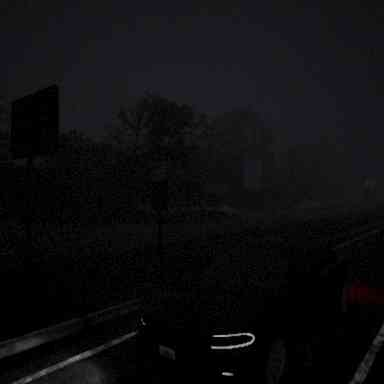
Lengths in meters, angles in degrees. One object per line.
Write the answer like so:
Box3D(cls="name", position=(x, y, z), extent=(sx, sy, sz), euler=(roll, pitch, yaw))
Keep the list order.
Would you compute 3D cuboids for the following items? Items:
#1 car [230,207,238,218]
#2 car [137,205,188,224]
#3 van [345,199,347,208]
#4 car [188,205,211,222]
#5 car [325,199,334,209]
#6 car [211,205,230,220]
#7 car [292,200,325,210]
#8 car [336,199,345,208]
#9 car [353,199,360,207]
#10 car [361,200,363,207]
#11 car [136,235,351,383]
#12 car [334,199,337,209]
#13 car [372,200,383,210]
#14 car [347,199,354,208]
Box3D(cls="car", position=(3.033, 2.203, 38.031), extent=(4.674, 1.452, 2.002), euler=(-1, -1, 38))
Box3D(cls="car", position=(-3.003, 2.090, 30.442), extent=(4.674, 1.452, 2.002), euler=(-1, -1, 39))
Box3D(cls="van", position=(31.064, 2.574, 73.477), extent=(4.442, 1.987, 1.878), euler=(-1, -2, 38))
Box3D(cls="car", position=(-0.962, 2.089, 33.005), extent=(4.892, 1.521, 2.231), euler=(-1, -1, 38))
Box3D(cls="car", position=(24.225, 2.587, 64.685), extent=(5.008, 1.535, 2.097), euler=(-1, -2, 38))
Box3D(cls="car", position=(1.067, 2.126, 35.573), extent=(5.008, 1.535, 2.097), euler=(-1, -1, 38))
Box3D(cls="car", position=(20.767, 2.502, 60.321), extent=(5.008, 1.535, 2.097), euler=(-1, -1, 39))
Box3D(cls="car", position=(29.451, 2.616, 71.205), extent=(4.553, 1.767, 2.185), euler=(-1, -2, 38))
Box3D(cls="car", position=(36.493, 2.970, 79.830), extent=(5.366, 1.575, 1.946), euler=(-1, -2, 38))
Box3D(cls="car", position=(39.830, 3.124, 84.291), extent=(4.792, 1.488, 2.163), euler=(-1, -2, 38))
Box3D(cls="car", position=(1.264, 1.587, 5.746), extent=(1.882, 1.535, 5.008), euler=(-1, -2, 38))
Box3D(cls="car", position=(25.961, 2.676, 66.863), extent=(4.674, 1.452, 2.002), euler=(-1, -2, 38))
Box3D(cls="car", position=(32.725, 2.334, 54.345), extent=(4.892, 1.521, 2.231), euler=(-1, -2, 38))
Box3D(cls="car", position=(34.619, 2.957, 77.760), extent=(4.674, 1.452, 2.002), euler=(-1, -2, 38))
